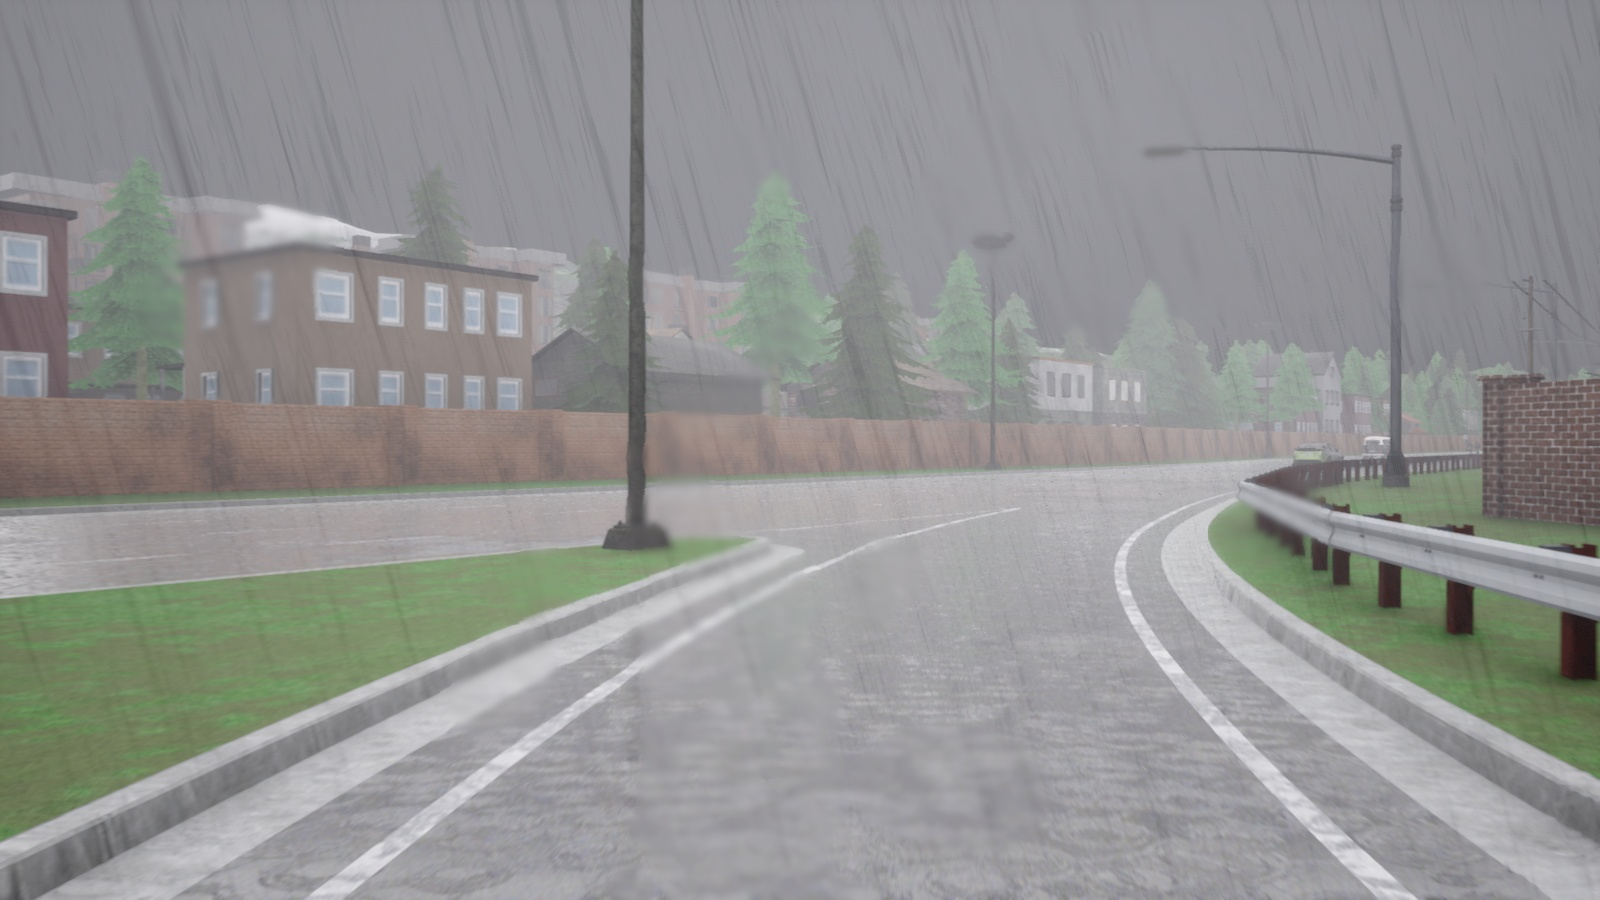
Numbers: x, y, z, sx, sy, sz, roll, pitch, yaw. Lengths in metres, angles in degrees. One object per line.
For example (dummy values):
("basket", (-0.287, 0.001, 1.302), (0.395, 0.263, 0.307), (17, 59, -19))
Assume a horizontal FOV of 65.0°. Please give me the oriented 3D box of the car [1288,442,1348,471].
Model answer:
("car", (28.546, 0.347, 69.086), (2.007, 1.525, 4.514), (0, 0, 37))
